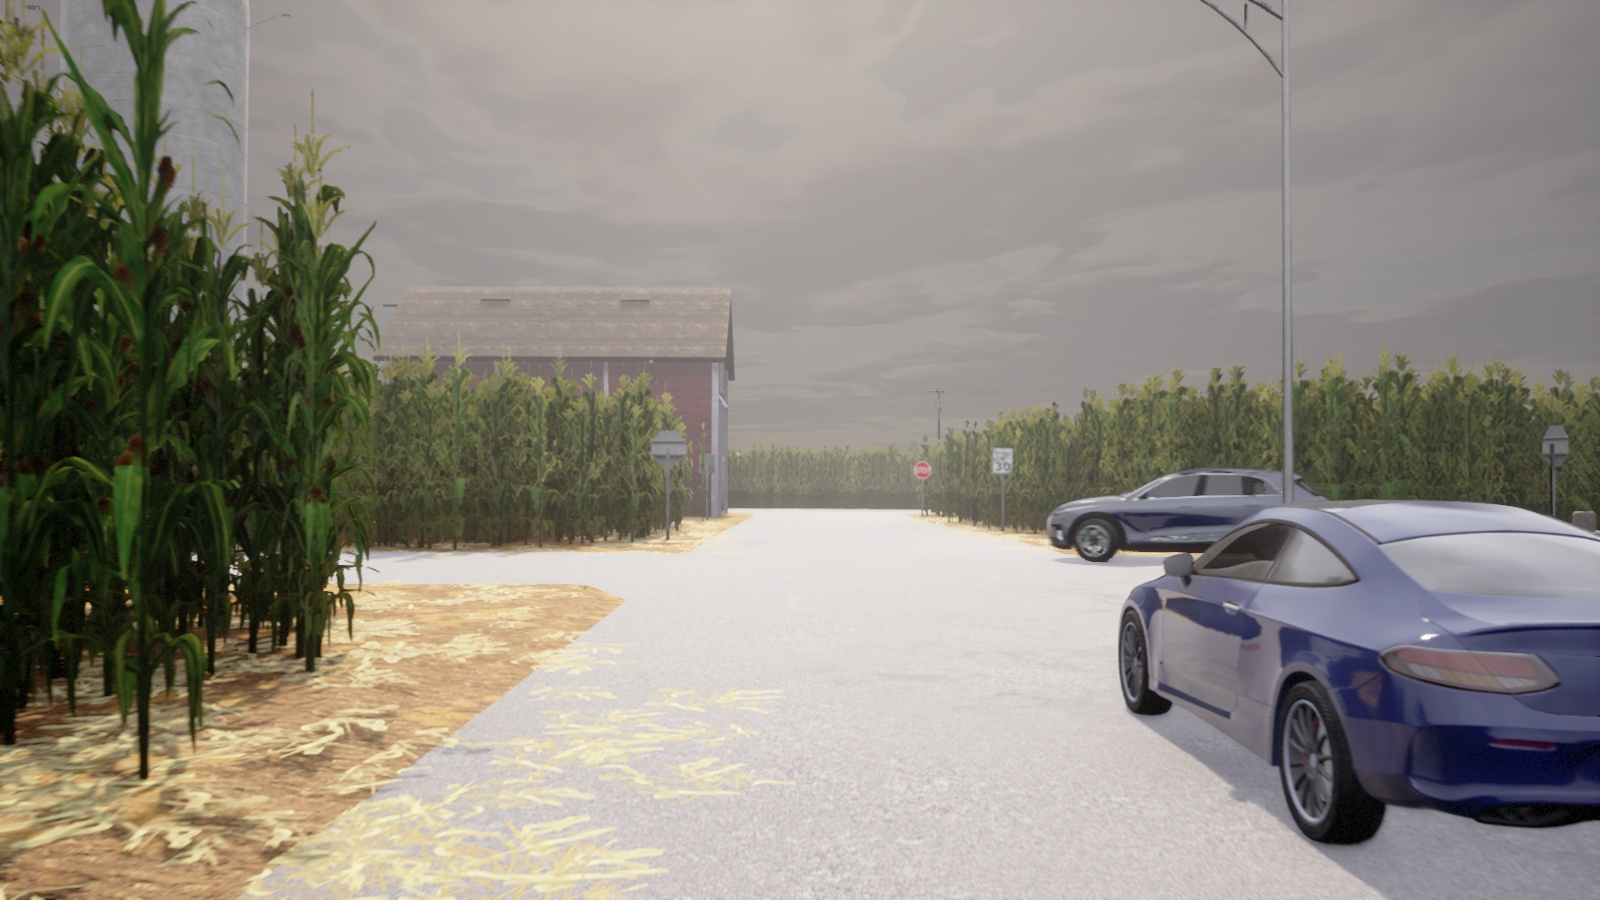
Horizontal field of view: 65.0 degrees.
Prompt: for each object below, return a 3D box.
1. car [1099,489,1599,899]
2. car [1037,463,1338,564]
[{"bbox_3d":[3.083,0.965,6.748,1.812,1.442,4.674,0,-1,0],"label":"car"},{"bbox_3d":[6.802,1.083,22.261,4.856,1.649,2.033,-1,0,19],"label":"car"}]
